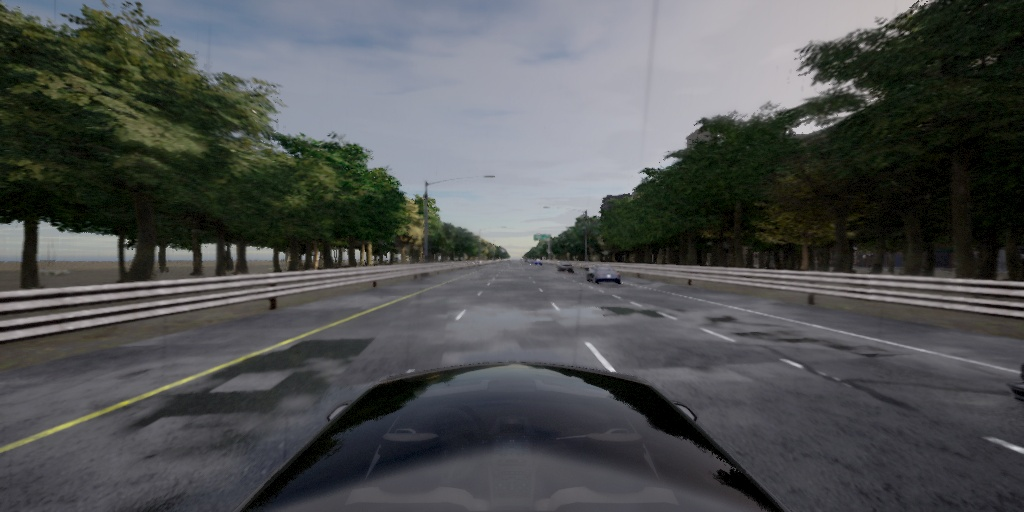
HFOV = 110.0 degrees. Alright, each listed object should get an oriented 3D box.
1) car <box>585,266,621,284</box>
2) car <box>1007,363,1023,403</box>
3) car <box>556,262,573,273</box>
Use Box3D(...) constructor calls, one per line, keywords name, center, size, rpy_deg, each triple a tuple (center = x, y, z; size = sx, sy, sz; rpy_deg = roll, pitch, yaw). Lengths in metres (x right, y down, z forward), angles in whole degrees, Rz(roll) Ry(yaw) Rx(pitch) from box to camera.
Box3D(name="car", center=(7.015, 1.434, 27.974), size=(1.994, 1.385, 4.181), rpy_deg=(0, 0, 0))
Box3D(name="car", center=(6.999, 1.302, 1.839), size=(2.033, 1.411, 5.357), rpy_deg=(0, 0, 0))
Box3D(name="car", center=(7.077, 1.529, 48.475), size=(1.837, 1.490, 4.892), rpy_deg=(0, 0, 0))
